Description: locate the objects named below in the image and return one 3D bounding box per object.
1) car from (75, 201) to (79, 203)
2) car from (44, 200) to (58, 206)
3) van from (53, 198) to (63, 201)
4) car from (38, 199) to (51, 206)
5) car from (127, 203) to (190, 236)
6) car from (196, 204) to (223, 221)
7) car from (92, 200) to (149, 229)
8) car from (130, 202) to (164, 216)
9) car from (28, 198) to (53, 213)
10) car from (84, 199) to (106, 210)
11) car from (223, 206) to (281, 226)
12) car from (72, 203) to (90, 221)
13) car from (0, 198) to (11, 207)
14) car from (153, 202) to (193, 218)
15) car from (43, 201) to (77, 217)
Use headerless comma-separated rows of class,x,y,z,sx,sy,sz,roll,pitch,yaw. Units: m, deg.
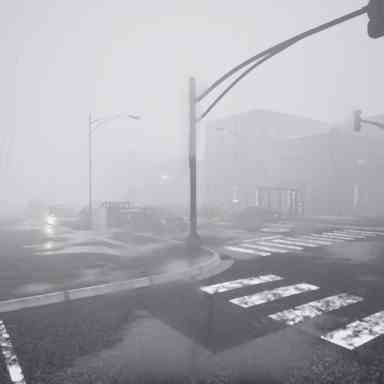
car,-22.022,2.278,61.677,1.802,1.307,4.206,-1,0,-36
car,-32.062,2.443,75.347,1.887,1.381,4.507,-1,0,-36
van,-28.721,2.172,70.790,1.690,1.788,3.998,-1,0,-36
car,-35.510,2.494,80.041,1.752,1.417,4.829,-1,0,-36
car,-1.997,1.673,20.305,1.967,1.590,4.097,-1,0,-36
car,1.303,1.752,29.916,1.752,1.417,4.829,-1,0,-36
car,-5.346,1.615,24.861,2.192,1.841,5.009,-1,0,-36
car,-5.290,1.910,38.893,2.008,1.369,4.403,-1,0,-36
car,-22.080,1.952,47.645,2.192,1.841,5.009,-1,0,-36
car,-15.333,2.001,52.563,1.967,1.590,4.097,-1,0,-36
car,4.751,1.723,25.222,1.947,1.339,4.313,-1,0,-36
car,-8.688,1.918,29.419,2.008,1.369,4.403,-1,0,-36
car,-42.194,2.357,74.961,2.192,1.841,5.009,-1,0,-36
car,-2.044,1.819,34.473,1.752,1.417,4.829,-1,0,-36
car,-15.382,2.053,38.532,2.008,1.369,4.403,-1,0,-36
